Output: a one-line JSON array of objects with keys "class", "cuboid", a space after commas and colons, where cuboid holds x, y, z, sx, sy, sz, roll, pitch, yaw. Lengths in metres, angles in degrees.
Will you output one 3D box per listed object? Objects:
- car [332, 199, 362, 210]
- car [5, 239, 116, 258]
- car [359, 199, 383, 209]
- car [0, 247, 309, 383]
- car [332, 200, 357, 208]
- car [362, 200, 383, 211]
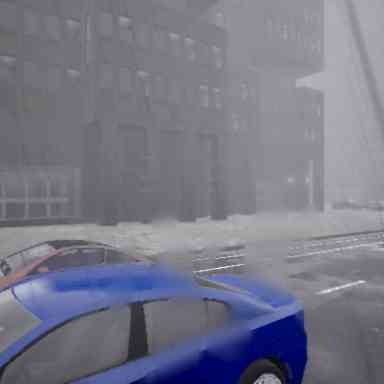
[{"class": "car", "cuboid": [25.638, 2.064, 54.913, 2.192, 1.841, 5.009, 0, 0, -36]}, {"class": "car", "cuboid": [-2.411, 1.581, 5.958, 4.181, 1.385, 1.994, 1, -1, -36]}, {"class": "car", "cuboid": [32.577, 2.161, 59.867, 1.967, 1.590, 4.097, 0, 0, -36]}, {"class": "car", "cuboid": [-1.065, 1.486, 2.925, 5.008, 1.535, 1.882, 1, -1, -36]}, {"class": "car", "cuboid": [29.424, 2.321, 64.280, 1.802, 1.307, 4.206, 0, 0, -36]}, {"class": "car", "cuboid": [28.794, 2.296, 50.499, 1.947, 1.339, 4.313, 0, 0, -36]}]
